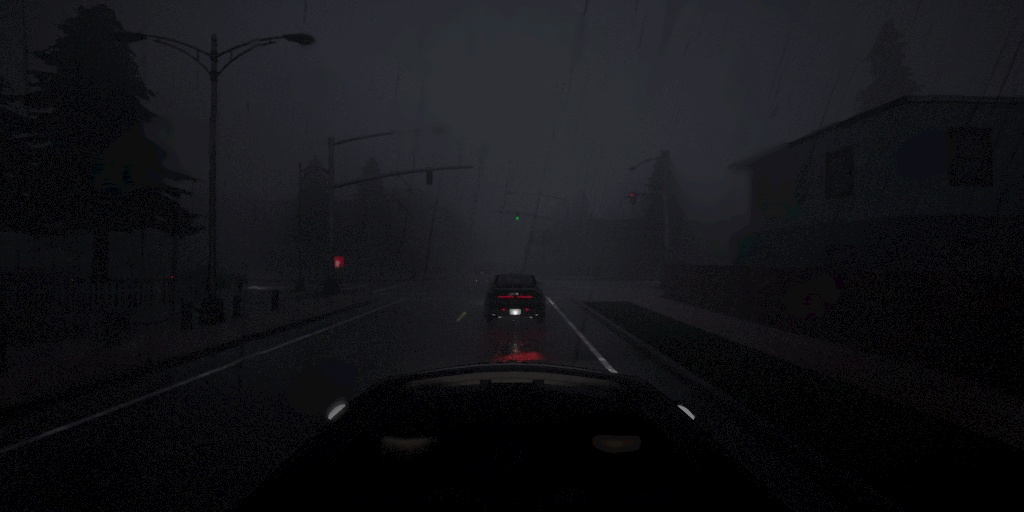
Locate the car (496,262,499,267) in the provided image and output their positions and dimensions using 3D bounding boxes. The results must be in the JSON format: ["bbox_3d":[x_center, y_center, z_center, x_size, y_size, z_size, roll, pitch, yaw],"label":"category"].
[{"bbox_3d":[-3.452,1.571,54.214,2.128,1.511,4.902,0,0,0],"label":"car"}]

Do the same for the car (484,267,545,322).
[{"bbox_3d":[0.097,1.324,12.542,1.837,1.490,4.892,0,0,0],"label":"car"}]

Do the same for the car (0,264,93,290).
[{"bbox_3d":[-30.425,1.447,23.378,5.357,1.411,2.033,0,0,-1],"label":"car"}]

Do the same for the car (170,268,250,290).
[{"bbox_3d":[-19.854,1.466,23.653,4.181,1.385,1.994,0,0,-2],"label":"car"}]

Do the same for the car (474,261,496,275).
[{"bbox_3d":[-3.487,1.563,44.032,2.033,1.411,5.357,0,0,0],"label":"car"}]
